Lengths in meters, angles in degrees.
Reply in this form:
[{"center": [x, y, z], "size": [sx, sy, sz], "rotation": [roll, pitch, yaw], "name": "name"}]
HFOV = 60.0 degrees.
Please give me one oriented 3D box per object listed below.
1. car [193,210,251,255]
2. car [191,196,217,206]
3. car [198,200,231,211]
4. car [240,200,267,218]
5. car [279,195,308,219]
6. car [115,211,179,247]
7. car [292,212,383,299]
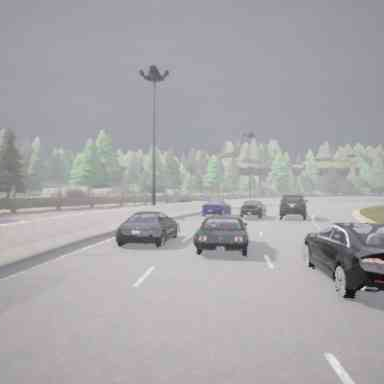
[{"center": [1.291, 1.610, 13.375], "size": [1.895, 1.301, 4.718], "rotation": [0, 0, 8], "name": "car"}, {"center": [1.983, 1.520, 55.112], "size": [2.128, 1.511, 4.902], "rotation": [0, 0, 32], "name": "car"}, {"center": [2.426, 1.498, 31.688], "size": [1.882, 1.535, 5.008], "rotation": [0, 0, 19], "name": "car"}, {"center": [5.623, 1.534, 30.241], "size": [1.837, 1.490, 4.892], "rotation": [0, 0, 19], "name": "car"}, {"center": [8.987, 1.259, 29.371], "size": [2.150, 2.045, 5.566], "rotation": [0, 0, 20], "name": "car"}, {"center": [-1.900, 1.565, 15.188], "size": [1.994, 1.385, 4.181], "rotation": [0, 0, 9], "name": "car"}, {"center": [4.192, 1.507, 8.405], "size": [2.128, 1.511, 4.902], "rotation": [0, 0, 5], "name": "car"}]
